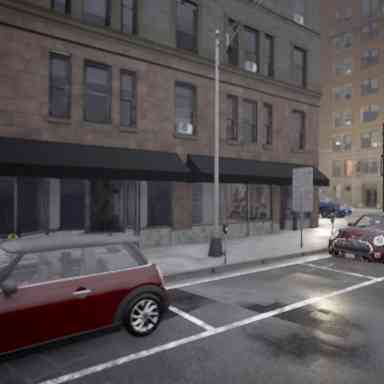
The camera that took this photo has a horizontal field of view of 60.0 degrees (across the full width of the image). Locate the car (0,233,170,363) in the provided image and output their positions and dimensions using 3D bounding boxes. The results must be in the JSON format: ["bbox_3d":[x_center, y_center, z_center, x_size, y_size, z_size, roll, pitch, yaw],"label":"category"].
[{"bbox_3d":[-2.452,1.440,5.007,4.097,1.590,1.967,0,0,-36],"label":"car"}]

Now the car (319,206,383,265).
[{"bbox_3d":[6.487,1.440,11.395,4.097,1.590,1.967,0,0,-36],"label":"car"}]

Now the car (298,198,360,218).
[{"bbox_3d":[12.461,1.405,30.559,2.128,1.511,4.902,1,0,-36],"label":"car"}]

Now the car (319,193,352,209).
[{"bbox_3d":[10.329,1.113,27.966,2.150,2.045,5.566,1,0,-36],"label":"car"}]
